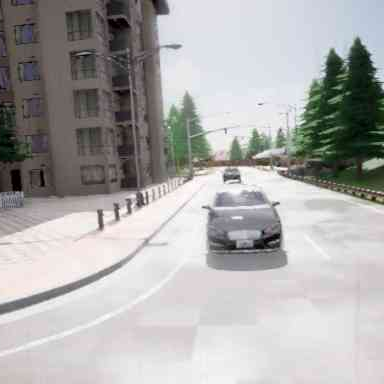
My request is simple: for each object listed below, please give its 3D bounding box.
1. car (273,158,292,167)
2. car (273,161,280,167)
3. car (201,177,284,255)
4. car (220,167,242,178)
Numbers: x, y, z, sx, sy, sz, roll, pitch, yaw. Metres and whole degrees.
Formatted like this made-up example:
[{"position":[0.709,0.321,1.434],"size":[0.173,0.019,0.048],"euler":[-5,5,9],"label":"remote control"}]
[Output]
[{"position":[20.608,-6.720,76.041],"size":[3.866,1.878,1.905],"euler":[-3,5,6],"label":"car"},{"position":[20.748,-6.514,73.510],"size":[4.605,1.855,1.932],"euler":[-3,5,6],"label":"car"},{"position":[1.386,0.595,9.587],"size":[2.128,1.511,4.902],"euler":[-3,6,7],"label":"car"},{"position":[4.078,-1.825,34.293],"size":[1.837,1.490,4.892],"euler":[-3,5,7],"label":"car"}]
